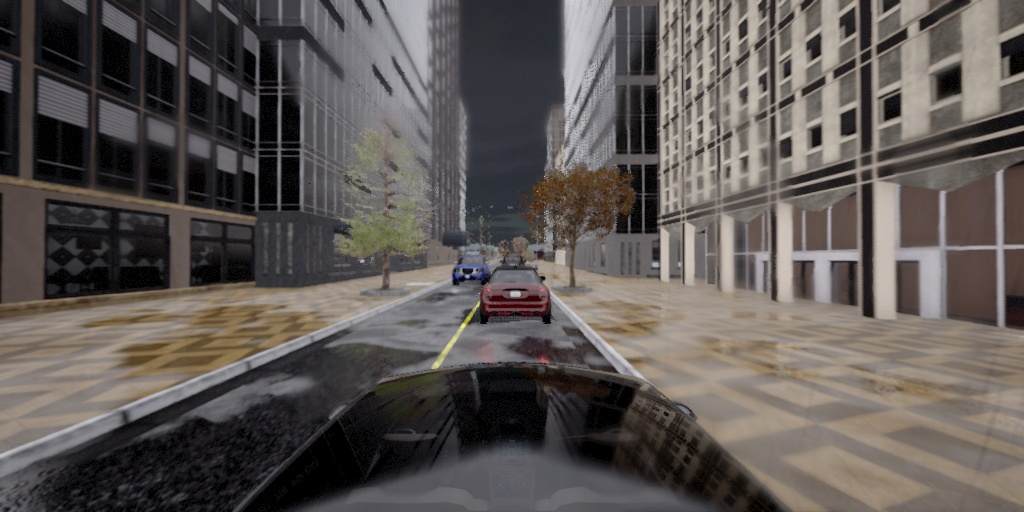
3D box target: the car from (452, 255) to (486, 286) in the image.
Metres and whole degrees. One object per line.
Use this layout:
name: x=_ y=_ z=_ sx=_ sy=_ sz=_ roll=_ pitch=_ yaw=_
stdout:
car: x=-2.769 y=0.938 z=25.174 sx=2.150 sy=2.045 sz=5.566 roll=0 pitch=0 yaw=0

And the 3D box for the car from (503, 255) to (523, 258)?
car: x=0.093 y=0.923 z=31.662 sx=2.150 sy=2.045 sz=5.566 roll=0 pitch=0 yaw=0

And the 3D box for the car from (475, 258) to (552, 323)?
car: x=0.098 y=1.084 z=12.180 sx=2.097 sy=1.767 sz=4.553 roll=0 pitch=0 yaw=0
